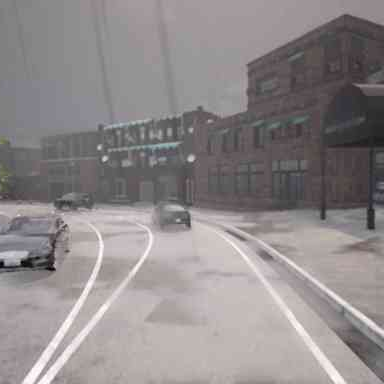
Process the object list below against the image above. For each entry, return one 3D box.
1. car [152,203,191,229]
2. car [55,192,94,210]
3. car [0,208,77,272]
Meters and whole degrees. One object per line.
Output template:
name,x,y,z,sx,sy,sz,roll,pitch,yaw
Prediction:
car,-1.356,1.426,21.046,1.812,1.442,4.674,-1,1,-14
car,-13.470,1.039,37.994,5.566,2.045,2.150,0,1,40
car,-5.084,1.514,10.760,2.128,1.511,4.902,-1,0,-13
